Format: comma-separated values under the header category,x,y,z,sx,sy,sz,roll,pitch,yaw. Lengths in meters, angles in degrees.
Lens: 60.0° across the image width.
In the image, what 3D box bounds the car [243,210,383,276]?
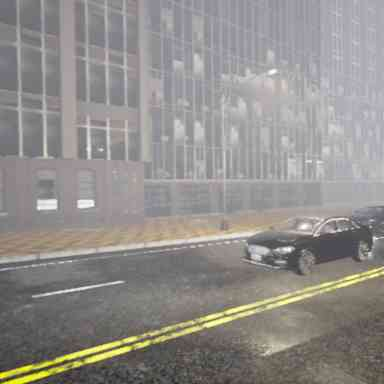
category,x,y,z,sx,sy,sz,roll,pitch,yaw
car,3.717,1.474,10.329,4.902,1.511,2.128,0,0,-35

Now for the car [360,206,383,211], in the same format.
category,x,y,z,sx,sy,sz,roll,pitch,yaw
car,10.577,1.523,19.197,4.181,1.385,1.994,0,0,-35
